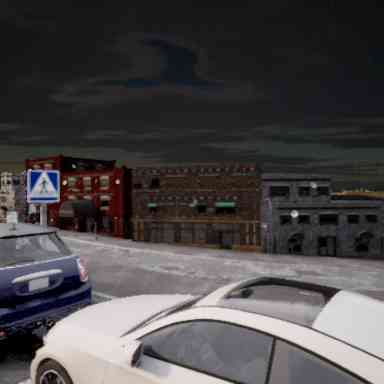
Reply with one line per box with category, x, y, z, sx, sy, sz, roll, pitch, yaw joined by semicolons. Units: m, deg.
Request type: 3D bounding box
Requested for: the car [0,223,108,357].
car;-3.947;1.354;6.067;4.553;1.767;2.185;0;0;35
